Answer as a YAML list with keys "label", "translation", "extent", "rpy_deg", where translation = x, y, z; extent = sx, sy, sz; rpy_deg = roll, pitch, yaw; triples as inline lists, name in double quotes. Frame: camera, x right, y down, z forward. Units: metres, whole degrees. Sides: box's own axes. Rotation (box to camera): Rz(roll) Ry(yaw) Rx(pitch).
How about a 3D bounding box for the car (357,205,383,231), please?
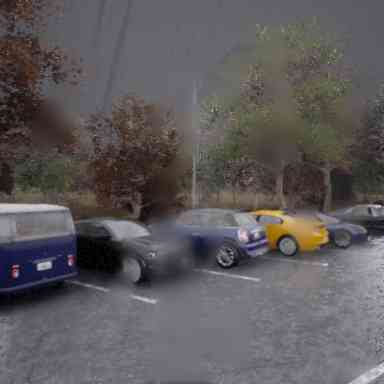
- label: "car"
  translation: [10.004, 1.456, 18.029]
  extent: [4.892, 1.521, 2.231]
  rpy_deg: [-1, -1, 36]

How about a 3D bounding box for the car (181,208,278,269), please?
- label: "car"
  translation: [0.225, 1.344, 11.278]
  extent: [4.553, 1.767, 2.185]
  rpy_deg: [-1, 0, 35]

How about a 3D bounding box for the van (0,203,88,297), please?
- label: "van"
  translation: [-4.760, 1.258, 7.947]
  extent: [4.442, 1.987, 1.878]
  rpy_deg: [-1, 0, 34]

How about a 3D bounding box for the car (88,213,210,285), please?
- label: "car"
  translation: [-2.232, 1.476, 9.605]
  extent: [5.008, 1.535, 2.097]
  rpy_deg: [-1, -1, 35]

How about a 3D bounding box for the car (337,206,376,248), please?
- label: "car"
  translation: [5.117, 1.490, 14.661]
  extent: [4.792, 1.488, 2.163]
  rpy_deg: [-1, -1, 35]

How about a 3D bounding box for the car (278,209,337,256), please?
- label: "car"
  translation: [2.646, 1.465, 12.989]
  extent: [5.008, 1.535, 2.097]
  rpy_deg: [-1, 0, 35]
